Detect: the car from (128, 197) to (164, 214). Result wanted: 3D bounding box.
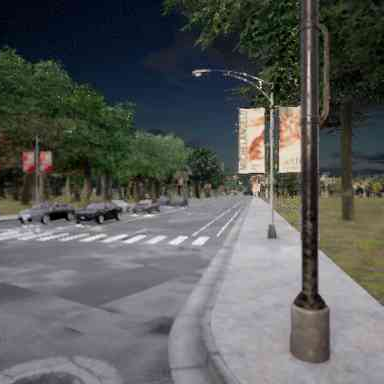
[{"bbox_3d":[-4.840,1.528,35.745,1.812,1.442,4.674,0,0,11],"label":"car"}]

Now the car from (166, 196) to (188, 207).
[{"bbox_3d":[-1.975,1.379,50.905,2.097,1.767,4.553,0,0,11],"label":"car"}]

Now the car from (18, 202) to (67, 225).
[{"bbox_3d":[-10.353,1.477,24.002,2.128,1.511,4.902,0,0,11],"label":"car"}]

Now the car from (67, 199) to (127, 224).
[{"bbox_3d":[-6.884,1.466,24.831,1.882,1.535,5.008,0,0,11],"label":"car"}]

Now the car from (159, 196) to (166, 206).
[{"bbox_3d":[-4.644,1.385,54.241,2.097,1.767,4.553,0,0,11],"label":"car"}]
